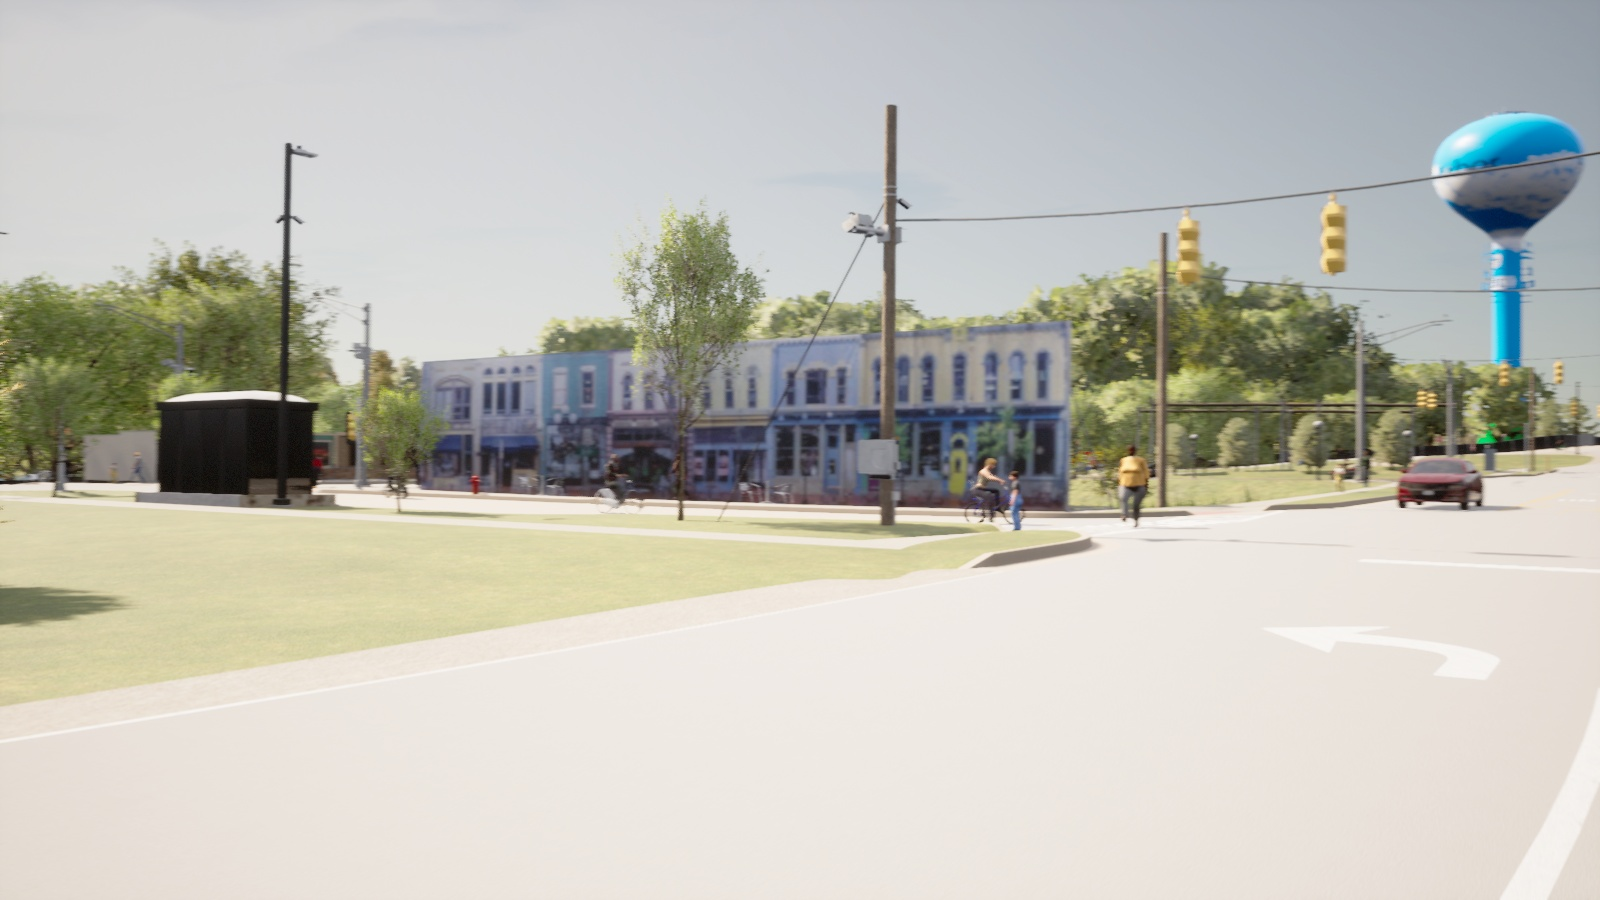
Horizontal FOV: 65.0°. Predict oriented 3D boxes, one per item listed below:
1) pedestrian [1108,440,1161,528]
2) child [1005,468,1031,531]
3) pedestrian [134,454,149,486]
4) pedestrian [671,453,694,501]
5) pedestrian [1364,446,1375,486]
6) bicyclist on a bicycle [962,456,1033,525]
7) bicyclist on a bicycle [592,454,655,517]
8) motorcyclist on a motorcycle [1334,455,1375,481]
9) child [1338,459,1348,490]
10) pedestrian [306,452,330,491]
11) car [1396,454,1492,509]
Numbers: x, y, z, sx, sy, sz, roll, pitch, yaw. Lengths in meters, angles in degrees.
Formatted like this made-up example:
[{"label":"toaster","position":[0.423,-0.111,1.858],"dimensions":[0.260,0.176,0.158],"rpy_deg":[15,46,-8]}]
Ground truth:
[{"label":"pedestrian","position":[7.267,0.731,27.279],"dimensions":[0.874,1.855,0.900],"rpy_deg":[0,-1,33]},{"label":"child","position":[4.401,0.990,25.352],"dimensions":[0.437,1.263,0.270],"rpy_deg":[0,-1,28]},{"label":"pedestrian","position":[-37.717,1.137,71.921],"dimensions":[0.706,1.836,0.354],"rpy_deg":[1,-1,-13]},{"label":"pedestrian","position":[-4.445,1.013,47.544],"dimensions":[0.869,1.805,0.328],"rpy_deg":[0,-1,35]},{"label":"pedestrian","position":[26.669,0.740,58.831],"dimensions":[0.353,1.847,0.614],"rpy_deg":[0,-1,34]},{"label":"bicyclist on a bicycle","position":[4.770,0.982,30.326],"dimensions":[1.509,1.612,0.866],"rpy_deg":[-1,-2,21]},{"label":"bicyclist on a bicycle","position":[-5.161,1.028,36.612],"dimensions":[1.843,1.776,0.659],"rpy_deg":[0,-1,35]},{"label":"motorcyclist on a motorcycle","position":[35.244,1.126,79.823],"dimensions":[2.350,1.649,0.766],"rpy_deg":[-1,0,31]},{"label":"child","position":[21.707,0.979,50.172],"dimensions":[0.270,1.263,0.437],"rpy_deg":[0,-1,38]},{"label":"pedestrian","position":[-23.386,1.047,60.920],"dimensions":[0.899,1.844,0.634],"rpy_deg":[0,-1,29]},{"label":"car","position":[19.448,0.889,37.829],"dimensions":[1.882,1.535,5.008],"rpy_deg":[0,0,35]}]
